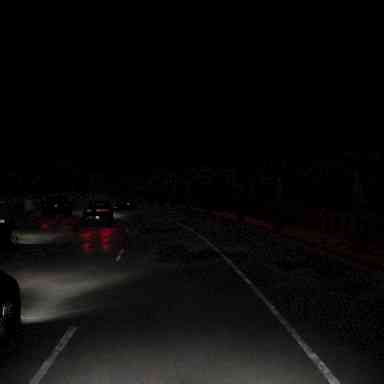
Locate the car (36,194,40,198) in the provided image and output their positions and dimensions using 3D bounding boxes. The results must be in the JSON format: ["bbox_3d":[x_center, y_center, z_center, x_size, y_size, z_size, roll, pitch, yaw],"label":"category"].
[{"bbox_3d":[-35.466,1.063,77.994,1.895,1.301,4.718,0,0,-19],"label":"car"}]

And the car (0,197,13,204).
[{"bbox_3d":[-22.641,1.321,39.627,1.812,1.442,4.674,0,0,-18],"label":"car"}]

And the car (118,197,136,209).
[{"bbox_3d":[-8.014,1.318,40.514,1.994,1.385,4.181,0,0,-18],"label":"car"}]

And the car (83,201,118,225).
[{"bbox_3d":[-6.401,1.356,23.015,2.128,1.511,4.902,0,0,-13],"label":"car"}]

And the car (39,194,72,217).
[{"bbox_3d":[-11.796,1.188,29.400,2.097,1.767,4.553,0,0,-17],"label":"car"}]

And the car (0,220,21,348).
[{"bbox_3d":[-3.656,1.338,3.325,2.097,1.767,4.553,0,0,-2],"label":"car"}]
